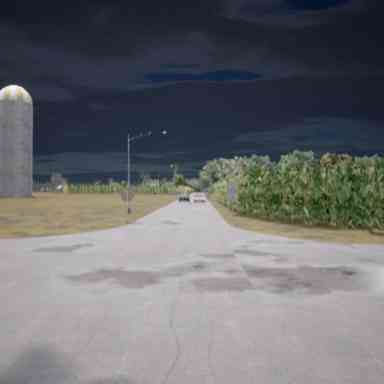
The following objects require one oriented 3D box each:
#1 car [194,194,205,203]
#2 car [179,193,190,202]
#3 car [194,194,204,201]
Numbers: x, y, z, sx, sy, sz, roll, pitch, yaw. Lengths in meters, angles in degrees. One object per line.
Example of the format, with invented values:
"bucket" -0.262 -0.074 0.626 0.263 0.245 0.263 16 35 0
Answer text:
"car" 1.239 1.185 57.738 1.895 1.301 4.718 0 0 1
"car" -1.425 1.030 61.935 1.882 1.535 5.008 0 0 1
"car" 1.446 1.054 67.711 2.033 1.411 5.357 0 0 1
